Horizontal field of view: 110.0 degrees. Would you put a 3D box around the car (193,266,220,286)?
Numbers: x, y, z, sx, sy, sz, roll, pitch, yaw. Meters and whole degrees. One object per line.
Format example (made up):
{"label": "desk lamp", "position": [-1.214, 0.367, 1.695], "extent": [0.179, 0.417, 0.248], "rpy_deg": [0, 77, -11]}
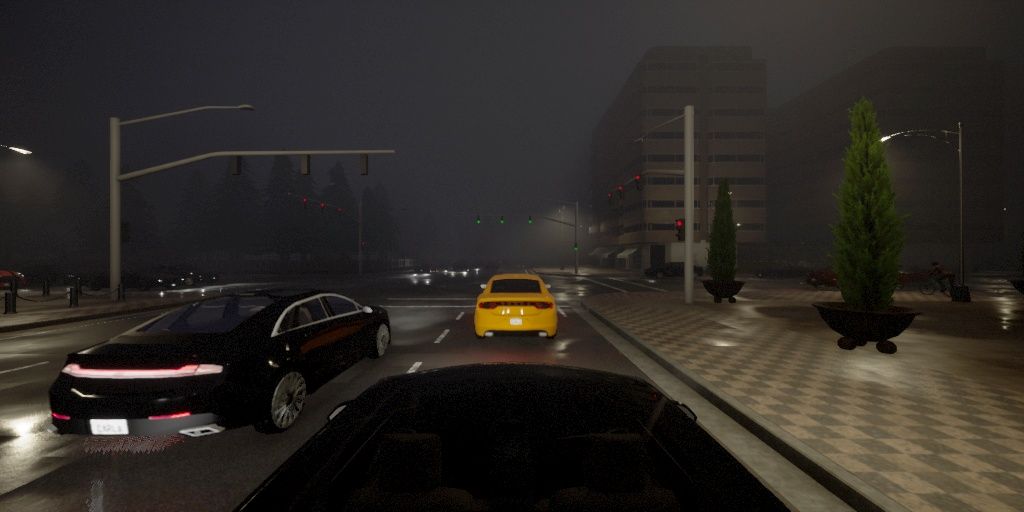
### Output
{"label": "car", "position": [-23.323, 1.310, 25.165], "extent": [4.892, 1.490, 1.837], "rpy_deg": [0, 0, 0]}

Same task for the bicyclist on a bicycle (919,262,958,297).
{"label": "bicyclist on a bicycle", "position": [20.278, 1.106, 17.026], "extent": [0.582, 1.620, 1.656], "rpy_deg": [0, 0, 0]}

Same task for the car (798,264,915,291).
{"label": "car", "position": [20.795, 1.283, 21.810], "extent": [5.008, 1.535, 1.882], "rpy_deg": [0, 0, 0]}

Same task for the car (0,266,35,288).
{"label": "car", "position": [-32.639, 1.157, 21.637], "extent": [4.553, 1.767, 2.097], "rpy_deg": [0, 0, 0]}

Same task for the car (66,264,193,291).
{"label": "car", "position": [-22.995, 1.353, 21.688], "extent": [5.357, 1.411, 2.033], "rpy_deg": [0, 0, 3]}

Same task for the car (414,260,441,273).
{"label": "car", "position": [-10.394, 1.351, 43.599], "extent": [1.895, 1.301, 4.718], "rpy_deg": [0, 0, 1]}

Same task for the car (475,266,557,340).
{"label": "car", "position": [0.102, 1.228, 10.049], "extent": [1.882, 1.535, 5.008], "rpy_deg": [0, 0, 0]}

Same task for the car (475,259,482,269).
{"label": "car", "position": [-5.524, 1.255, 57.718], "extent": [1.837, 1.490, 4.892], "rpy_deg": [0, 0, 15]}

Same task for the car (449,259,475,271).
{"label": "car", "position": [-6.685, 1.228, 48.383], "extent": [1.882, 1.535, 5.008], "rpy_deg": [0, 0, 3]}

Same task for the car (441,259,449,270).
{"label": "car", "position": [-9.804, 1.228, 52.985], "extent": [1.882, 1.535, 5.008], "rpy_deg": [0, 0, 7]}

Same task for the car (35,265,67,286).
{"label": "car", "position": [-32.152, 1.331, 25.148], "extent": [4.674, 1.442, 1.812], "rpy_deg": [0, 0, 0]}

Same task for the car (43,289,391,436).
{"label": "car", "position": [-3.423, 1.242, 5.489], "extent": [2.128, 1.511, 4.902], "rpy_deg": [0, 0, 0]}

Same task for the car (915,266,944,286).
{"label": "car", "position": [27.272, 1.406, 25.330], "extent": [4.718, 1.301, 1.895], "rpy_deg": [0, 0, 0]}

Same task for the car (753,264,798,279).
{"label": "car", "position": [24.704, 1.406, 32.522], "extent": [4.718, 1.301, 1.895], "rpy_deg": [0, 0, 0]}

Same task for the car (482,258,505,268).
{"label": "car", "position": [-2.736, 1.314, 52.969], "extent": [1.994, 1.385, 4.181], "rpy_deg": [0, 0, 7]}

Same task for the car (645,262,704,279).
{"label": "car", "position": [14.628, 1.283, 32.491], "extent": [5.008, 1.535, 1.882], "rpy_deg": [0, 0, 0]}
